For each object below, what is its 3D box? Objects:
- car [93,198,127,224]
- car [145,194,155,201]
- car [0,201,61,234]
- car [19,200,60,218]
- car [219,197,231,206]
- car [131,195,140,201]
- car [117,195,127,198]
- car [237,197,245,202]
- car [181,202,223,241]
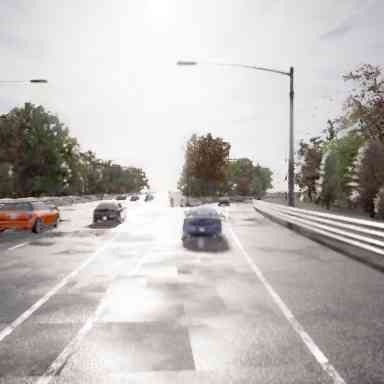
[{"bbox_3d":[-5.980,1.462,24.528,1.837,1.490,4.892,0,0,-4],"label":"car"},{"bbox_3d":[-10.007,1.283,79.183,2.097,1.767,4.553,0,0,-4],"label":"car"},{"bbox_3d":[-9.073,1.286,18.765,2.097,1.767,4.553,0,0,-4],"label":"car"},{"bbox_3d":[-13.352,1.466,29.460,1.994,1.385,4.181,0,0,-4],"label":"car"},{"bbox_3d":[6.107,1.772,61.612,1.837,1.490,4.892,0,0,11],"label":"car"},{"bbox_3d":[-13.577,1.453,80.013,1.994,1.385,4.181,0,0,-4],"label":"car"},{"bbox_3d":[-17.211,1.399,81.746,2.128,1.511,4.902,0,0,-4],"label":"car"},{"bbox_3d":[13.534,1.995,91.867,2.033,1.411,5.357,0,0,17],"label":"car"},{"bbox_3d":[0.550,1.488,16.933,1.882,1.535,5.008,1,0,3],"label":"car"}]
